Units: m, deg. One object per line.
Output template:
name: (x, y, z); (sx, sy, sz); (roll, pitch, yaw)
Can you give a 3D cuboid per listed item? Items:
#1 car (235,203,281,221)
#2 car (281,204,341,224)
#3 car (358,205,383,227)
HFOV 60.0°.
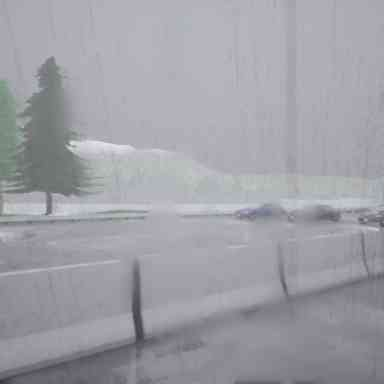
car: (5.779, 1.623, 27.771); (4.674, 1.442, 1.812); (1, 0, -28)
car: (9.528, 1.653, 25.793); (4.674, 1.442, 1.812); (1, 0, -27)
car: (14.260, 1.692, 24.282); (4.674, 1.442, 1.812); (1, 0, -26)
